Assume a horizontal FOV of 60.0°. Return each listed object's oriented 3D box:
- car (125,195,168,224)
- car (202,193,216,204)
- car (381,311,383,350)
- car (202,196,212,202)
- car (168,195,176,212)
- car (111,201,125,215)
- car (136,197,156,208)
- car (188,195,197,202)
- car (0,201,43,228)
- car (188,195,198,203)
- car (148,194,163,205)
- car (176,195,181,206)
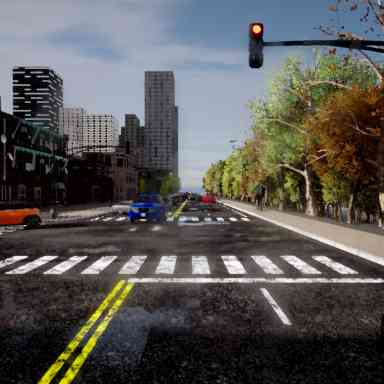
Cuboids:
[{"bbox_3d":[-3.307,1.217,25.396,2.150,2.045,5.566,0,0,0],"label":"car"},{"bbox_3d":[3.449,1.197,65.309,2.150,2.045,5.566,0,0,1],"label":"car"},{"bbox_3d":[3.355,1.491,2.362,2.128,1.511,4.902,0,0,0],"label":"car"},{"bbox_3d":[3.371,1.522,75.893,1.994,1.385,4.181,0,0,0],"label":"car"},{"bbox_3d":[-3.284,1.339,37.991,2.097,1.767,4.553,0,0,0],"label":"car"},{"bbox_3d":[-6.590,1.591,33.127,1.895,1.301,4.718,0,0,2],"label":"car"},{"bbox_3d":[-6.519,1.476,47.523,2.128,1.511,4.902,0,0,0],"label":"car"},{"bbox_3d":[0.125,1.447,76.516,1.882,1.535,5.008,0,0,0],"label":"car"},{"bbox_3d":[-11.903,1.422,20.941,4.553,1.767,2.097,-1,0,-28],"label":"car"},{"bbox_3d":[0.204,1.466,66.209,2.128,1.511,4.902,0,0,0],"label":"car"},{"bbox_3d":[-6.480,1.330,59.476,2.097,1.767,4.553,0,0,0],"label":"car"},{"bbox_3d":[-3.255,1.582,53.194,1.895,1.301,4.718,0,0,0],"label":"car"}]
